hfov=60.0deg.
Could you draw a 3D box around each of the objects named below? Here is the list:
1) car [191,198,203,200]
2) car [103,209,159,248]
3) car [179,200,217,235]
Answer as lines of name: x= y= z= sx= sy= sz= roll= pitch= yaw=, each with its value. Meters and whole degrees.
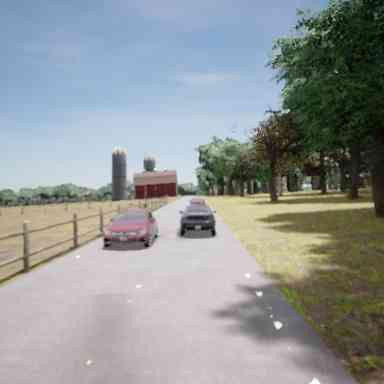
car: x=0.607 y=1.361 z=38.411 sx=1.812 sy=1.442 sz=4.674 roll=0 pitch=0 yaw=1
car: x=-2.555 y=1.506 z=14.846 sx=1.812 sy=1.442 sz=4.674 roll=0 pitch=0 yaw=1
car: x=0.329 y=1.451 z=18.586 sx=1.837 sy=1.490 sz=4.892 roll=0 pitch=1 yaw=1
